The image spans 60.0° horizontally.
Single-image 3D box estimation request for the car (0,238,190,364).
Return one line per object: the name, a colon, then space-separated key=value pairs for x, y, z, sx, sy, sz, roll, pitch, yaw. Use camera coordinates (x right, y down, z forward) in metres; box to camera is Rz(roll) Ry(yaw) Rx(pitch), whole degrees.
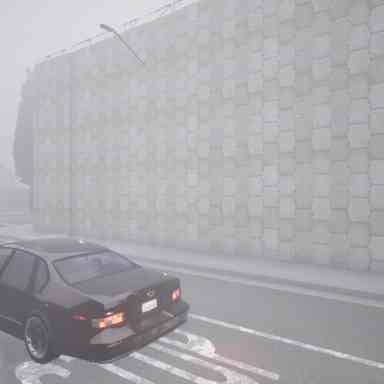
car: x=-2.611 y=1.547 z=5.841 sx=5.357 sy=1.411 sz=2.033 roll=0 pitch=0 yaw=35
